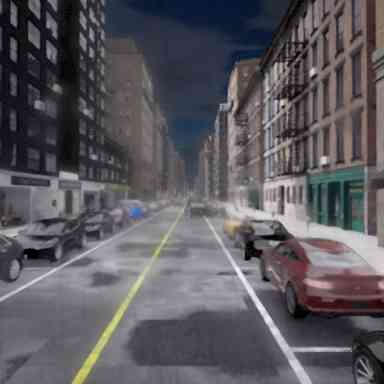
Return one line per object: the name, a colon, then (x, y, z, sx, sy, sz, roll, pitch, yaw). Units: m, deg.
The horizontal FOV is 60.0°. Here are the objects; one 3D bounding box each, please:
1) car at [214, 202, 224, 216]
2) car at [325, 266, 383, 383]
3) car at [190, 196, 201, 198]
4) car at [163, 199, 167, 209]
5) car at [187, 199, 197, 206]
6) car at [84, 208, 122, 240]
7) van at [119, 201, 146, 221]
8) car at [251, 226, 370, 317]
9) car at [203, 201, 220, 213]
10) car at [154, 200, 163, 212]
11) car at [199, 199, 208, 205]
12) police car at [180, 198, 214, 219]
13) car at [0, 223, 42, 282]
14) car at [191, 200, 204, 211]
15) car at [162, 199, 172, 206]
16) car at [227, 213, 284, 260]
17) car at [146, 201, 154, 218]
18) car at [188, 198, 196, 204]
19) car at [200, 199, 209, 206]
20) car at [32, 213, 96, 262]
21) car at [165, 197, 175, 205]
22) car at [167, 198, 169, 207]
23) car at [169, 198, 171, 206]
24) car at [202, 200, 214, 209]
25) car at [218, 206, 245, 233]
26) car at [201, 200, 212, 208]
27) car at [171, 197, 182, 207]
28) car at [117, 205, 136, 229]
car: (2.639, 1.900, 34.396, 2.008, 1.369, 4.403, 0, -1, 0)
car: (2.638, 1.587, 1.921, 1.947, 1.339, 4.313, 0, -1, 0)
car: (0.483, 1.667, 43.997, 2.150, 2.045, 5.566, 0, -1, 2)
car: (-5.386, 2.076, 50.642, 1.947, 1.339, 4.313, 0, -1, 0)
car: (0.002, 2.138, 69.129, 2.033, 1.411, 5.357, 0, -1, 0)
car: (-5.387, 1.753, 18.168, 1.947, 1.339, 4.313, 0, -1, 0)
van: (-5.387, 1.637, 28.995, 1.690, 1.788, 3.998, 0, -1, 0)
car: (2.638, 1.659, 7.334, 1.802, 1.307, 4.206, 0, -1, 0)
car: (2.639, 2.007, 45.221, 2.008, 1.369, 4.403, 0, -1, 0)
car: (-5.386, 1.980, 45.060, 1.752, 1.417, 4.829, 0, -1, 0)
car: (2.640, 2.352, 77.695, 1.802, 1.307, 4.206, 0, -1, 0)
police car: (0.382, 1.770, 33.910, 1.930, 1.638, 5.238, 0, -1, -11)
car: (-5.388, 1.628, 7.343, 2.008, 1.369, 4.403, 0, -1, 0)
car: (0.827, 1.982, 49.924, 1.882, 1.535, 5.008, 0, -1, 0)
car: (-5.385, 2.270, 72.293, 2.008, 1.369, 4.403, 0, -1, 0)
car: (2.638, 1.698, 12.746, 1.947, 1.339, 4.313, 0, -1, 0)
car: (-5.387, 1.790, 34.406, 1.967, 1.590, 4.097, 0, -1, 0)
car: (0.003, 2.197, 84.469, 1.812, 1.442, 4.674, 0, -1, 0)
car: (2.640, 2.247, 72.454, 1.752, 1.417, 4.829, 0, -1, 0)
car: (-5.387, 1.698, 12.755, 1.947, 1.339, 4.313, 0, -1, 0)
car: (-5.385, 2.135, 83.120, 2.192, 1.841, 5.009, 0, -1, 0)
car: (-5.386, 2.088, 55.885, 1.752, 1.417, 4.829, 0, -1, 0)
car: (-5.386, 2.199, 61.467, 1.802, 1.307, 4.206, 0, -1, 0)
car: (2.639, 2.130, 56.045, 1.947, 1.339, 4.313, 0, -1, 0)
car: (2.638, 1.714, 18.329, 1.752, 1.417, 4.829, 0, -1, 0)
car: (2.640, 2.183, 61.458, 1.947, 1.339, 4.313, 0, -1, 0)
car: (-2.757, 2.201, 65.346, 2.033, 1.411, 5.357, 0, -1, 0)
car: (-5.387, 1.823, 23.580, 1.802, 1.307, 4.206, 0, -1, 0)
